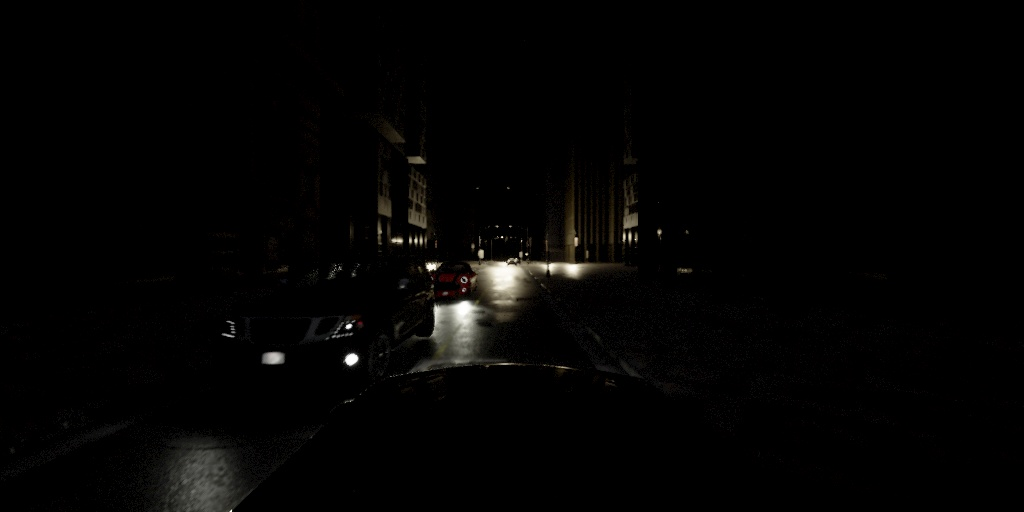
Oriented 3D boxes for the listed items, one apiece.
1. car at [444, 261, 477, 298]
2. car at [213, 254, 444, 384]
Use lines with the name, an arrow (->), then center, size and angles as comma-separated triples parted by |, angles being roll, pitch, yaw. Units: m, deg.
car -> -3.005, 1.097, 18.457 | 2.097, 1.767, 4.553 | 0, 0, 0
car -> -3.087, 0.972, 7.405 | 2.150, 2.045, 5.566 | 0, 0, 0
